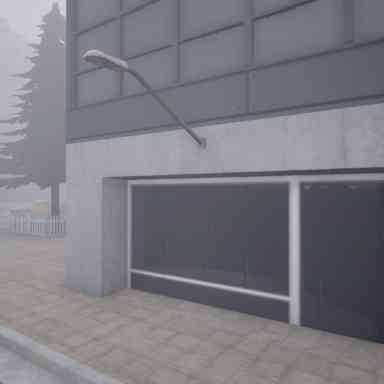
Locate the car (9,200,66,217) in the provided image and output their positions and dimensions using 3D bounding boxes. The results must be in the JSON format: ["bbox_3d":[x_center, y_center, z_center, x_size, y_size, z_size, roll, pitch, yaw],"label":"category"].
[{"bbox_3d":[-13.847,1.493,30.159,1.882,1.535,5.008,0,0,34],"label":"car"}]
